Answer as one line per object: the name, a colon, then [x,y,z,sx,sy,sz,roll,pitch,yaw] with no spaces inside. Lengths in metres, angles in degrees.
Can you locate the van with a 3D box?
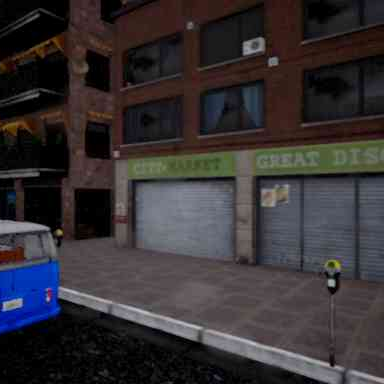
van: [-4.010,1.339,5.735,3.998,1.788,1.690,0,0,36]
